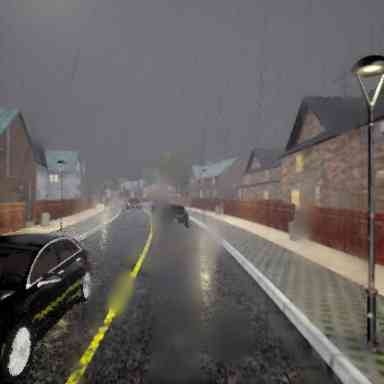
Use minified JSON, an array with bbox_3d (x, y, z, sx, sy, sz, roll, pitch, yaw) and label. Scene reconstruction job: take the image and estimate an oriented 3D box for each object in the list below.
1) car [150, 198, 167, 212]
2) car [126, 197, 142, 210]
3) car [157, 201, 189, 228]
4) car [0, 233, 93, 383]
[{"bbox_3d":[-4.004,1.539,40.920,2.097,1.767,4.553,0,0,-11],"label":"car"},{"bbox_3d":[-8.104,1.577,46.358,2.097,1.767,4.553,0,-1,-12],"label":"car"},{"bbox_3d":[-1.273,1.582,22.869,1.837,1.490,4.892,0,0,-6],"label":"car"},{"bbox_3d":[-3.010,1.521,5.438,1.837,1.490,4.892,0,0,-2],"label":"car"}]
